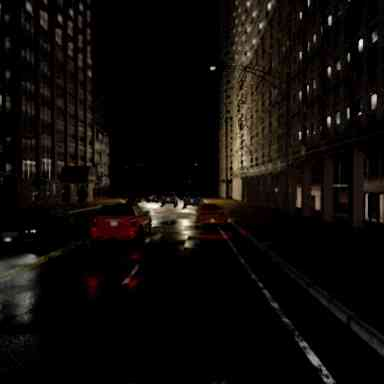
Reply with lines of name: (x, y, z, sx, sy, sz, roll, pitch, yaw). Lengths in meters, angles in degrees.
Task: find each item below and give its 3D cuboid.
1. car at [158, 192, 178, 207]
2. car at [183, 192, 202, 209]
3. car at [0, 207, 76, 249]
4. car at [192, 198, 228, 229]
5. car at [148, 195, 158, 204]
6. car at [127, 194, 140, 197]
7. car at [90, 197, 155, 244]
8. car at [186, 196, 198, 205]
car: (-3.143, 1.030, 46.893, 2.150, 2.045, 5.566, 0, 0, 0)
car: (0.024, 1.054, 41.222, 2.150, 2.045, 5.566, 0, 0, 0)
car: (-6.595, 1.437, 14.377, 2.128, 1.511, 4.902, 0, 0, 0)
car: (1.141, 1.398, 20.797, 1.882, 1.535, 5.008, 0, 0, 0)
car: (-6.553, 1.263, 55.723, 2.128, 1.511, 4.902, 0, 0, 0)
car: (-9.802, 1.123, 55.877, 2.097, 1.767, 4.553, 0, 0, 0)
car: (-3.148, 1.292, 15.508, 2.097, 1.767, 4.553, 0, 0, 0)
car: (0.009, 1.340, 54.635, 1.994, 1.385, 4.181, 0, 0, 0)
